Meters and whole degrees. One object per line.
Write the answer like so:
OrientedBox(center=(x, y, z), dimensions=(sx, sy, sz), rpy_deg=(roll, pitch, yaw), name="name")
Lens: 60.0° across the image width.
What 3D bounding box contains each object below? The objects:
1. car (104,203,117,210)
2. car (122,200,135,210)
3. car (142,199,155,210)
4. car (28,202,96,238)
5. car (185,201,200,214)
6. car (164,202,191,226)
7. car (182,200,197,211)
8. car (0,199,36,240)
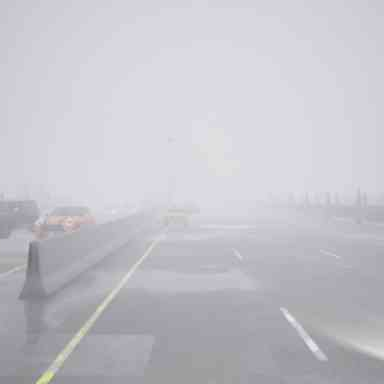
OrientedBox(center=(-14.910, 2.590, 60.597), dimensions=(1.895, 1.301, 4.718), rpy_deg=(0, -1, -7), name="car")
OrientedBox(center=(-11.359, 2.324, 59.935), dimensions=(2.097, 1.767, 4.553), rpy_deg=(0, -1, -6), name="car")
OrientedBox(center=(-7.824, 2.196, 59.915), dimensions=(2.150, 2.045, 5.566), rpy_deg=(0, -1, -6), name="car")
OrientedBox(center=(-7.096, 1.578, 19.027), dimensions=(2.097, 1.767, 4.553), rpy_deg=(0, -1, 0), name="car")
OrientedBox(center=(0.022, 2.266, 45.155), dimensions=(1.994, 1.385, 4.181), rpy_deg=(0, -1, -1), name="car")
OrientedBox(center=(-1.225, 1.820, 26.647), dimensions=(1.801, 1.575, 5.366), rpy_deg=(0, -1, 0), name="car")
OrientedBox(center=(-0.487, 2.294, 58.359), dimensions=(2.097, 1.767, 4.553), rpy_deg=(0, -1, -8), name="car")
OrientedBox(center=(-10.598, 1.444, 18.831), dimensions=(2.150, 2.045, 5.566), rpy_deg=(0, -1, 0), name="car")
